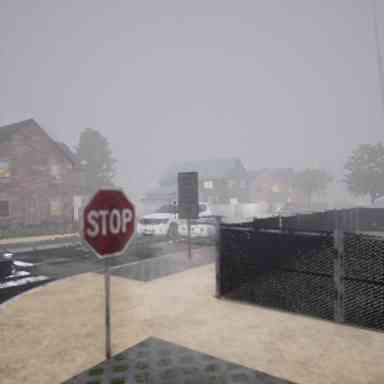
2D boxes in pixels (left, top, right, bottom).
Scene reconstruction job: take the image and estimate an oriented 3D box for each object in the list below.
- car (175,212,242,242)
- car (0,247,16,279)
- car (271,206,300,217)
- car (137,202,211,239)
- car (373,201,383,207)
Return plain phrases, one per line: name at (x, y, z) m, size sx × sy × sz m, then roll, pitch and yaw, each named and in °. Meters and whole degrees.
car at (1.377, 1.970, 18.623) m, size 1.895 × 1.301 × 4.718 m, roll -1°, pitch -2°, yaw 36°
car at (-6.651, 1.662, 7.487) m, size 2.128 × 1.511 × 4.902 m, roll -1°, pitch -2°, yaw 36°
car at (10.035, 2.243, 35.481) m, size 2.128 × 1.511 × 4.902 m, roll -1°, pitch -2°, yaw 36°
car at (-0.849, 1.652, 20.423) m, size 2.150 × 2.045 × 5.566 m, roll -1°, pitch -2°, yaw 36°
car at (42.625, 3.048, 75.801) m, size 2.150 × 2.045 × 5.566 m, roll -1°, pitch -2°, yaw 37°
